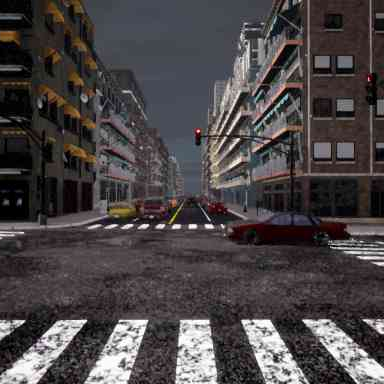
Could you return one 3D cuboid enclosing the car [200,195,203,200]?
[{"bbox_3d":[2.526,1.600,50.139,1.802,1.307,4.206,1,0,0],"label":"car"}]

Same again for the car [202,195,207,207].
[{"bbox_3d":[2.565,1.453,39.092,1.967,1.590,4.097,1,0,0],"label":"car"}]

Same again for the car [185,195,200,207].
[{"bbox_3d":[-0.075,1.523,51.020,1.837,1.490,4.892,0,0,0],"label":"car"}]

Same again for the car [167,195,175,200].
[{"bbox_3d":[-6.006,1.595,94.311,2.008,1.369,4.403,1,0,0],"label":"car"}]

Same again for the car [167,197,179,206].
[{"bbox_3d":[-3.257,1.622,57.254,1.895,1.301,4.718,0,0,0],"label":"car"}]

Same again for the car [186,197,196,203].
[{"bbox_3d":[-0.162,1.629,69.278,1.895,1.301,4.718,0,0,0],"label":"car"}]

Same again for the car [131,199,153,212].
[{"bbox_3d":[-5.817,1.558,39.077,1.887,1.381,4.507,1,0,0],"label":"car"}]

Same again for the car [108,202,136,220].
[{"bbox_3d":[-5.778,1.534,27.861,1.752,1.417,4.829,1,0,0],"label":"car"}]

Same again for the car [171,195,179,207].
[{"bbox_3d":[-3.253,1.369,47.396,2.097,1.767,4.553,0,0,0],"label":"car"}]

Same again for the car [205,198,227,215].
[{"bbox_3d":[2.583,1.556,33.568,1.887,1.381,4.507,1,0,0],"label":"car"}]

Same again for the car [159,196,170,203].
[{"bbox_3d":[-5.931,1.575,72.218,1.887,1.381,4.507,1,0,0],"label":"car"}]

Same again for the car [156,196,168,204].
[{"bbox_3d":[-5.912,1.578,66.695,2.008,1.369,4.403,1,0,0],"label":"car"}]

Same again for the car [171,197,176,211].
[{"bbox_3d":[-3.230,1.560,37.606,2.033,1.411,5.357,0,0,0],"label":"car"}]

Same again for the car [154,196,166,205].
[{"bbox_3d":[-5.892,1.549,61.001,1.752,1.417,4.829,1,0,0],"label":"car"}]

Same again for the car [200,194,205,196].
[{"bbox_3d":[2.720,1.387,81.882,2.097,1.767,4.553,0,0,0],"label":"car"}]

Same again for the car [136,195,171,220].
[{"bbox_3d":[-3.170,1.361,28.114,2.097,1.767,4.553,0,0,-1],"label":"car"}]

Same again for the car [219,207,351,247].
[{"bbox_3d":[4.127,1.581,14.867,5.357,1.411,2.033,1,0,-1],"label":"car"}]
